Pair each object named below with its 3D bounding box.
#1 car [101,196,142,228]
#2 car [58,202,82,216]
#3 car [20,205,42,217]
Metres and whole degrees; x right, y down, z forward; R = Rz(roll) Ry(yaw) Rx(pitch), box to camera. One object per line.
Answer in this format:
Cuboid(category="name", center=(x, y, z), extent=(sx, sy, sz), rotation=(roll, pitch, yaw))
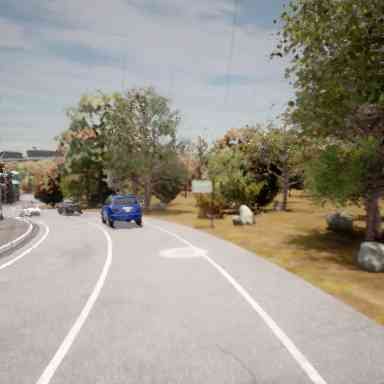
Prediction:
Cuboid(category="car", center=(-5.144, 1.322, 23.867), extent=(2.150, 2.045, 5.566), rotation=(-2, 0, -22))
Cuboid(category="car", center=(-14.764, 1.981, 40.063), extent=(1.837, 1.490, 4.892), rotation=(-4, 1, -36))
Cuboid(category="car", center=(-20.402, 2.330, 41.992), extent=(1.812, 1.442, 4.674), rotation=(-4, 1, -37))
